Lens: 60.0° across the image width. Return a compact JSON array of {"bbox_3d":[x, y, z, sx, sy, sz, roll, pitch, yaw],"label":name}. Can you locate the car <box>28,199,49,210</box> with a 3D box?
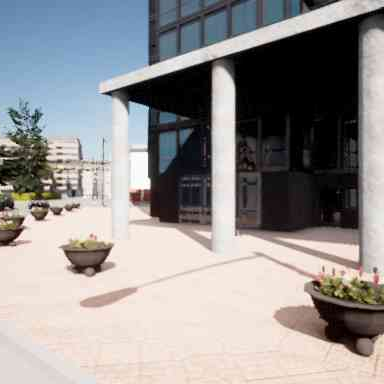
[{"bbox_3d":[-20.688,1.659,44.983,1.895,1.301,4.718,0,0,-13],"label":"car"}]

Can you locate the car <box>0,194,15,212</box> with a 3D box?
[{"bbox_3d":[-23.352,1.249,40.345,2.150,2.045,5.566,0,0,-11],"label":"car"}]
